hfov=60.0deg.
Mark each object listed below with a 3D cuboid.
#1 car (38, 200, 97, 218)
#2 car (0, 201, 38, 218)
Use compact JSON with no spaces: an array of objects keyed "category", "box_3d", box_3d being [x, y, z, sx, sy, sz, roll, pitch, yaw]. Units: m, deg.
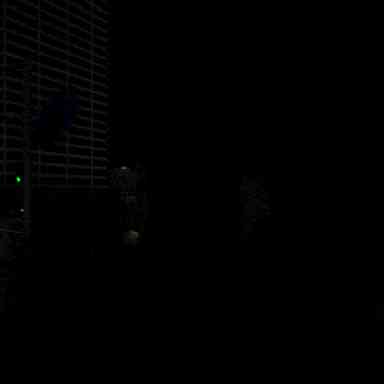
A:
[{"category":"car","box_3d":[-11.142,1.478,30.767,1.882,1.535,5.008,0,0,35]},{"category":"car","box_3d":[-15.514,1.547,30.647,2.033,1.411,5.357,0,0,35]}]
